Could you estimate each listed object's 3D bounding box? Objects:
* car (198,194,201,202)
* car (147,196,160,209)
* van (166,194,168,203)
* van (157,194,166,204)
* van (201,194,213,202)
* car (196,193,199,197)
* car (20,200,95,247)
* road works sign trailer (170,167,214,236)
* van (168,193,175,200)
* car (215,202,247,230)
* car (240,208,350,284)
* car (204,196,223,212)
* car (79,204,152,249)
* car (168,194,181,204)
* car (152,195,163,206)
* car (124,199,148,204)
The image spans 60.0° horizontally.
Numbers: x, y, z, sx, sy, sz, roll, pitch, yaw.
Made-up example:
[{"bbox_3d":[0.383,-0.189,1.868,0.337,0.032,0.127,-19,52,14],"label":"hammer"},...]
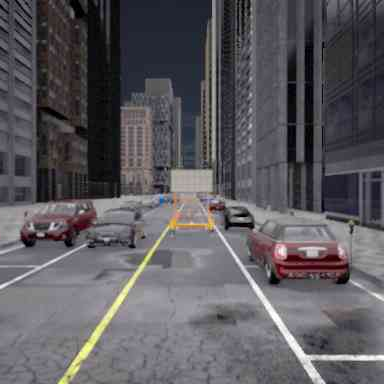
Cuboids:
[{"bbox_3d":[2.734,1.548,71.600,1.802,1.307,4.206,0,0,0],"label":"car"},{"bbox_3d":[-5.781,1.530,43.388,2.008,1.369,4.403,0,0,0],"label":"car"},{"bbox_3d":[-5.788,1.313,60.310,1.690,1.788,3.998,0,0,0],"label":"van"},{"bbox_3d":[-5.786,1.315,54.670,1.690,1.788,3.998,0,0,0],"label":"van"},{"bbox_3d":[2.739,1.316,54.678,1.690,1.788,3.998,0,0,0],"label":"van"},{"bbox_3d":[2.730,1.526,82.881,1.947,1.339,4.313,0,0,0],"label":"car"},{"bbox_3d":[-5.772,1.307,15.184,2.192,1.841,5.009,0,0,0],"label":"car"},{"bbox_3d":[-0.007,0.456,18.217,2.380,3.560,2.880,0,0,0],"label":"road works sign trailer"},{"bbox_3d":[-5.800,1.295,94.156,1.690,1.788,3.998,0,0,0],"label":"van"},{"bbox_3d":[2.752,1.556,20.833,1.947,1.339,4.313,0,0,0],"label":"car"},{"bbox_3d":[2.756,1.436,9.552,1.967,1.590,4.097,0,0,0],"label":"car"},{"bbox_3d":[2.746,1.527,37.756,1.887,1.381,4.507,0,0,0],"label":"car"},{"bbox_3d":[-3.105,1.498,14.533,1.837,1.490,4.892,0,0,0],"label":"car"},{"bbox_3d":[-3.023,1.518,62.244,2.033,1.411,5.357,0,0,0],"label":"car"},{"bbox_3d":[-5.783,1.502,48.859,1.752,1.417,4.829,0,0,0],"label":"car"},{"bbox_3d":[-5.777,1.551,32.107,1.947,1.339,4.313,0,0,0],"label":"car"}]
